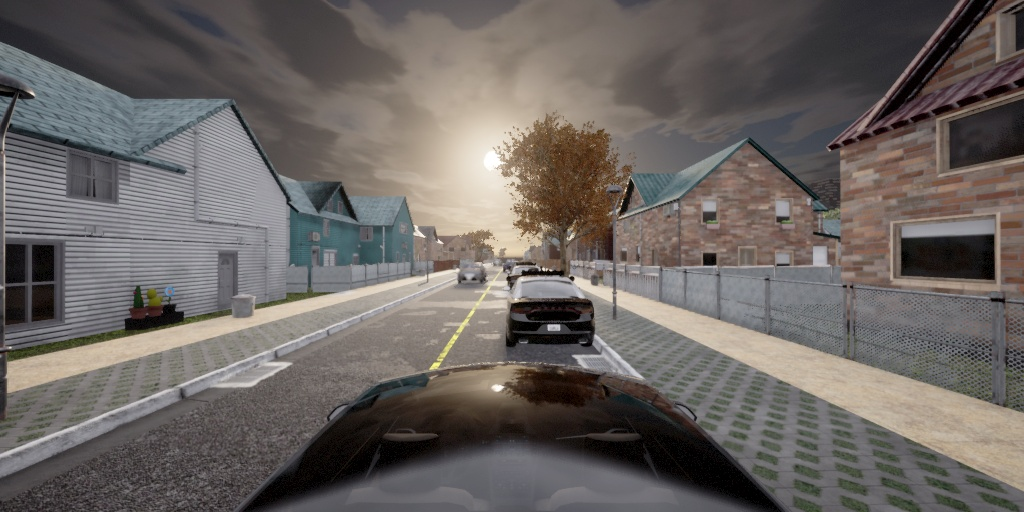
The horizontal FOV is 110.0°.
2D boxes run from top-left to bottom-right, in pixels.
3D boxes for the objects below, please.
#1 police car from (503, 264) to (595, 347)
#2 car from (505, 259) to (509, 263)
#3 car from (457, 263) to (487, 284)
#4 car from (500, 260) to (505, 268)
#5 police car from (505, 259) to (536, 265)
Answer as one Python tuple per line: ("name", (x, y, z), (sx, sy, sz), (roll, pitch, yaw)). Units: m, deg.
("police car", (0.798, 1.178, 9.489), (1.930, 1.638, 5.238), (0, 0, 0))
("car", (0.737, 1.113, 25.349), (2.097, 1.767, 4.553), (0, 0, 0))
("car", (-2.944, 1.254, 27.117), (2.128, 1.511, 4.902), (0, 0, 0))
("car", (-0.133, 1.214, 49.086), (2.097, 1.767, 4.553), (0, 0, 0))
("police car", (0.760, 1.184, 19.489), (1.930, 1.638, 5.238), (0, 0, 0))
